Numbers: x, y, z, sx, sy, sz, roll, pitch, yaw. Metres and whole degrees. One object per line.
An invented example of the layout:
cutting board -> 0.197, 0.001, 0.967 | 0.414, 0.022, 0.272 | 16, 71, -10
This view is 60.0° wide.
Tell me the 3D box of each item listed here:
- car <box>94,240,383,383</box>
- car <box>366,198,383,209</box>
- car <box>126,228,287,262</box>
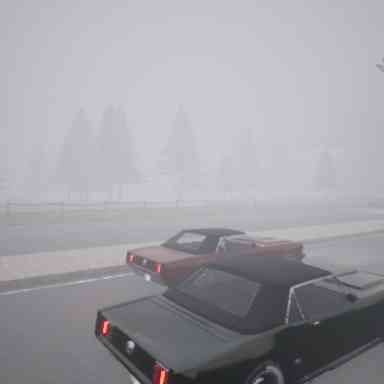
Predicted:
car -> 1.249, 1.601, 4.637 | 4.718, 1.301, 1.895 | 0, 0, -36
car -> 26.217, 1.550, 45.927 | 5.357, 1.411, 2.033 | 0, 0, -36
car -> 0.824, 1.601, 8.633 | 4.718, 1.301, 1.895 | 0, 0, -35
